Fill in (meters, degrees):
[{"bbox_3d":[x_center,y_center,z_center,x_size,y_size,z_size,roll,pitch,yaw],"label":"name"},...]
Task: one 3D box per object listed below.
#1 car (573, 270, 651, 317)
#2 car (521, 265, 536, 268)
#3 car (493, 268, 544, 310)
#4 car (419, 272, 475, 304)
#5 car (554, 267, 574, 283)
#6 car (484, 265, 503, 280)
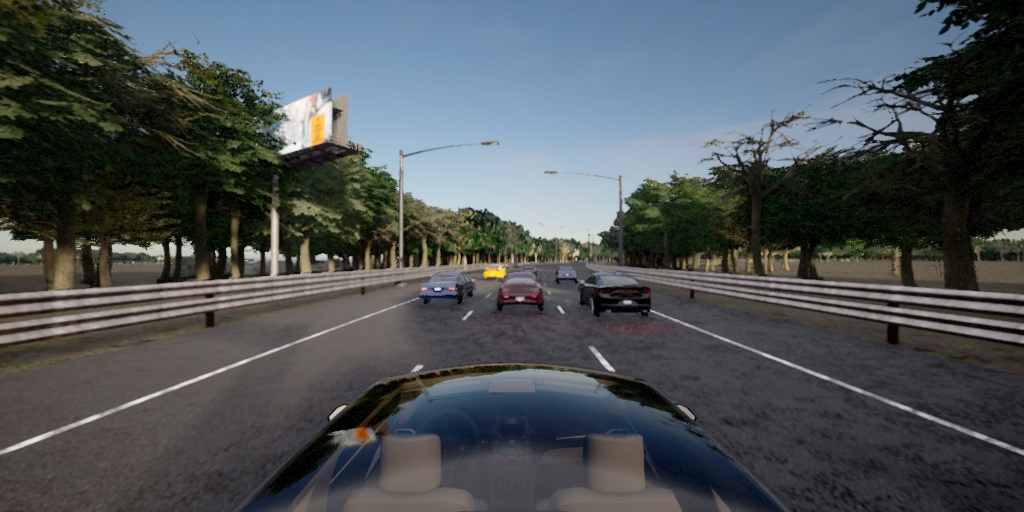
[{"bbox_3d":[3.828,1.376,14.093,1.882,1.535,5.008,0,-1,2],"label":"car"},{"bbox_3d":[1.736,1.673,37.277,2.128,1.511,4.902,0,-1,5],"label":"car"},{"bbox_3d":[0.379,1.441,15.566,1.812,1.442,4.674,0,-1,2],"label":"car"},{"bbox_3d":[-3.050,1.489,17.773,2.033,1.411,5.357,0,-1,2],"label":"car"},{"bbox_3d":[4.824,1.669,32.412,2.033,1.411,5.357,0,-1,5],"label":"car"},{"bbox_3d":[-1.749,1.661,37.593,1.882,1.535,5.008,0,0,5],"label":"car"}]
